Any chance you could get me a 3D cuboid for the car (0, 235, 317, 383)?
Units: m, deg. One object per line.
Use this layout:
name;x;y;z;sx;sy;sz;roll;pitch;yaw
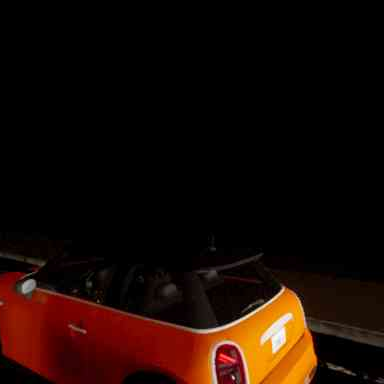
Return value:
car;-0.941;1.353;4.248;4.553;1.767;2.097;0;0;36
